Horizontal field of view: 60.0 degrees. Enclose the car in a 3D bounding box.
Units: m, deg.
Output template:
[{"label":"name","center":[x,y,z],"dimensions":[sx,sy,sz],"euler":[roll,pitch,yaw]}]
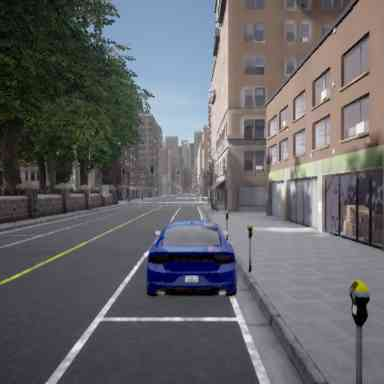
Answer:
[{"label":"car","center":[-0.005,1.466,8.650],"dimensions":[1.882,1.535,5.008],"euler":[0,0,0]}]
